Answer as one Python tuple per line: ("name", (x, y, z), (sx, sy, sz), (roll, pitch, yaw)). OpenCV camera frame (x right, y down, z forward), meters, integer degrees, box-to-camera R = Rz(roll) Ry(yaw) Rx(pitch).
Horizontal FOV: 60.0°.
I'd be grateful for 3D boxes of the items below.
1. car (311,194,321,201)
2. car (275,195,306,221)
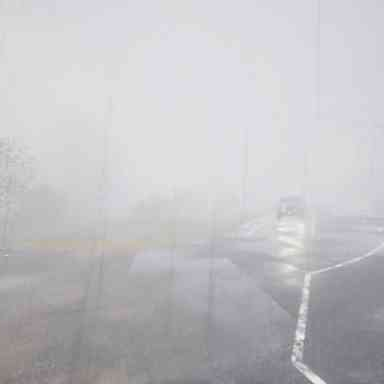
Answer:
("car", (29.796, 1.385, 79.939), (1.837, 1.490, 4.892), (-3, -1, 28))
("car", (8.476, 1.292, 28.438), (2.150, 2.045, 5.566), (-3, -1, 20))
